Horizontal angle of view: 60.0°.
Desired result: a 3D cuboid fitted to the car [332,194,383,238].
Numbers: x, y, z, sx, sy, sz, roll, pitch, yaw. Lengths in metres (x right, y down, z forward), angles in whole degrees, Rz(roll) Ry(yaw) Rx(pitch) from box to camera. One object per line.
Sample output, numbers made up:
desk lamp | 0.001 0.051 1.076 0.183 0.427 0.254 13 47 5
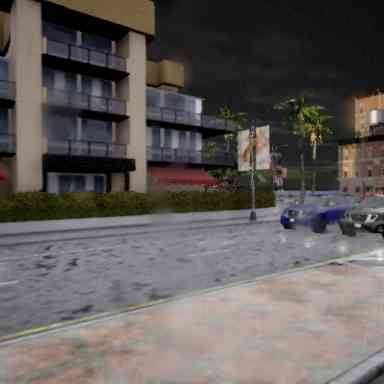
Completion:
car | 9.675 1.139 16.595 5.566 2.045 2.150 0 0 -36

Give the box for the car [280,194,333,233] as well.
car | 7.589 1.148 19.404 5.566 2.045 2.150 0 0 -36
